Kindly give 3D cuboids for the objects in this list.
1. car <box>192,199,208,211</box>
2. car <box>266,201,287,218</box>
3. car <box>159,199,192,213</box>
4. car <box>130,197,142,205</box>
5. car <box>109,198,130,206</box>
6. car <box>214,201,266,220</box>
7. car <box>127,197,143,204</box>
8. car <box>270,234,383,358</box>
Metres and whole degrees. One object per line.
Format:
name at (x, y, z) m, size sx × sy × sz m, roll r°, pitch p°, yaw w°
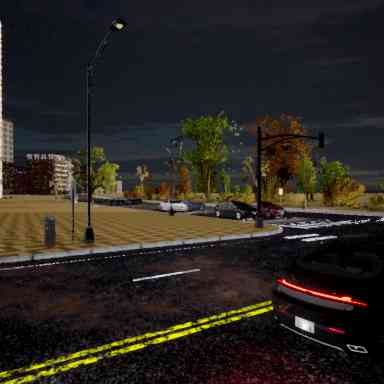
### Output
car at (-0.177, 1.626, 41.963) m, size 2.033 × 1.411 × 5.357 m, roll 0°, pitch 0°, yaw -31°
car at (6.638, 1.573, 30.874) m, size 1.812 × 1.442 × 4.674 m, roll 0°, pitch 0°, yaw -30°
car at (-2.246, 1.613, 39.129) m, size 1.812 × 1.442 × 4.674 m, roll 0°, pitch 0°, yaw -31°
car at (-10.854, 1.684, 60.228) m, size 1.994 × 1.385 × 4.181 m, roll 0°, pitch 0°, yaw -29°
car at (-12.763, 1.692, 57.003) m, size 1.994 × 1.385 × 4.181 m, roll 0°, pitch 0°, yaw -29°
car at (3.836, 1.564, 29.241) m, size 1.837 × 1.490 × 4.892 m, roll 0°, pitch 0°, yaw -32°
car at (-11.803, 1.681, 68.834) m, size 1.994 × 1.385 × 4.181 m, roll 0°, pitch 0°, yaw -29°
car at (3.490, 1.504, 5.758) m, size 4.892 × 1.490 × 1.837 m, roll 0°, pitch 0°, yaw -34°
